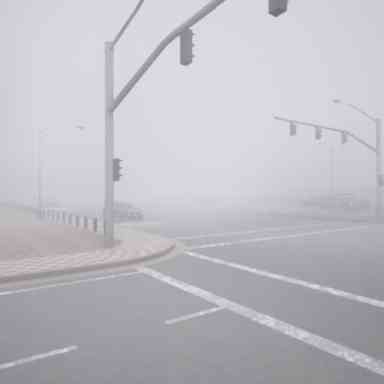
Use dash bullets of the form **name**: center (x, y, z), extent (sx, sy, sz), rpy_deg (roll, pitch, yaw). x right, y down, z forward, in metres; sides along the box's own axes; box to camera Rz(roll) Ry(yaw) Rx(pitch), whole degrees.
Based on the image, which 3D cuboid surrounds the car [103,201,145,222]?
- **car**: center (-5.475, 1.532, 26.210), extent (1.837, 1.490, 4.892), rpy_deg (0, 0, -36)

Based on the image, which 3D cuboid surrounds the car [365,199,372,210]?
- **car**: center (18.926, 1.115, 39.261), extent (1.905, 1.878, 3.866), rpy_deg (0, 0, -35)

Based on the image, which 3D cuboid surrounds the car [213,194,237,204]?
- **car**: center (7.002, 1.345, 70.731), extent (1.970, 1.475, 3.806), rpy_deg (0, 0, -35)

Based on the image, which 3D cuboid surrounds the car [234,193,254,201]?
- **car**: center (11.523, 1.097, 73.998), extent (1.932, 1.855, 4.605), rpy_deg (0, 0, -35)

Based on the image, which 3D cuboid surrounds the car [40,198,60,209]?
- **car**: center (-19.865, 1.542, 46.353), extent (1.994, 1.385, 4.181), rpy_deg (0, 0, -36)

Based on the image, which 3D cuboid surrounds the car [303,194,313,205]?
- **car**: center (24.763, 1.091, 64.921), extent (1.932, 1.855, 4.605), rpy_deg (0, 0, -35)

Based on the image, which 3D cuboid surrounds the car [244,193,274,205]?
- **car**: center (11.031, 1.351, 55.075), extent (1.970, 1.475, 3.806), rpy_deg (0, 0, -35)

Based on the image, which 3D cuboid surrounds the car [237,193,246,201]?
- **car**: center (9.364, 1.311, 72.405), extent (1.784, 1.438, 3.905), rpy_deg (0, 0, -35)

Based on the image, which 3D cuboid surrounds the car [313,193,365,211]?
- **car**: center (16.533, 1.115, 37.631), extent (1.932, 1.855, 4.605), rpy_deg (0, 0, -35)
